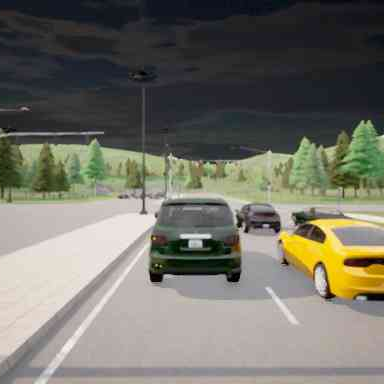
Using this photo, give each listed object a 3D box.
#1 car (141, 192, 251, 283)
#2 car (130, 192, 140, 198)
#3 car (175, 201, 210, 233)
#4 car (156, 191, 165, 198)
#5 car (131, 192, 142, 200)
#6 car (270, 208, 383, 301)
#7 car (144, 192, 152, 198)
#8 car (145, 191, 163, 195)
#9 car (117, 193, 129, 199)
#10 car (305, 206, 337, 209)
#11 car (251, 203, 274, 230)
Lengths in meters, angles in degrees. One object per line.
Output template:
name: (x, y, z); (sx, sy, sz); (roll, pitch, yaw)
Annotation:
car: (0.063, 1.140, 9.563); (2.150, 2.045, 5.566); (0, 0, 0)
car: (-15.372, 0.745, 89.992); (1.837, 1.490, 4.892); (0, 0, 0)
car: (0.023, 1.339, 19.693); (1.837, 1.490, 4.892); (0, 0, 0)
car: (-8.371, 0.603, 89.641); (2.097, 1.767, 4.553); (0, 0, 0)
car: (-11.807, 0.906, 73.682); (1.812, 1.442, 4.674); (0, 0, 0)
car: (3.566, 1.407, 8.250); (1.882, 1.535, 5.008); (0, 1, 0)
car: (-11.872, 0.769, 89.979); (1.812, 1.442, 4.674); (0, 0, 0)
car: (-8.305, 0.912, 73.156); (2.128, 1.511, 4.902); (0, 0, 0)
car: (-15.307, 0.935, 73.667); (1.994, 1.385, 4.181); (0, 0, 0)
car: (7.027, 1.444, 18.509); (1.895, 1.301, 4.718); (0, 0, 0)
car: (3.528, 1.350, 18.325); (1.837, 1.490, 4.892); (0, 0, 0)
